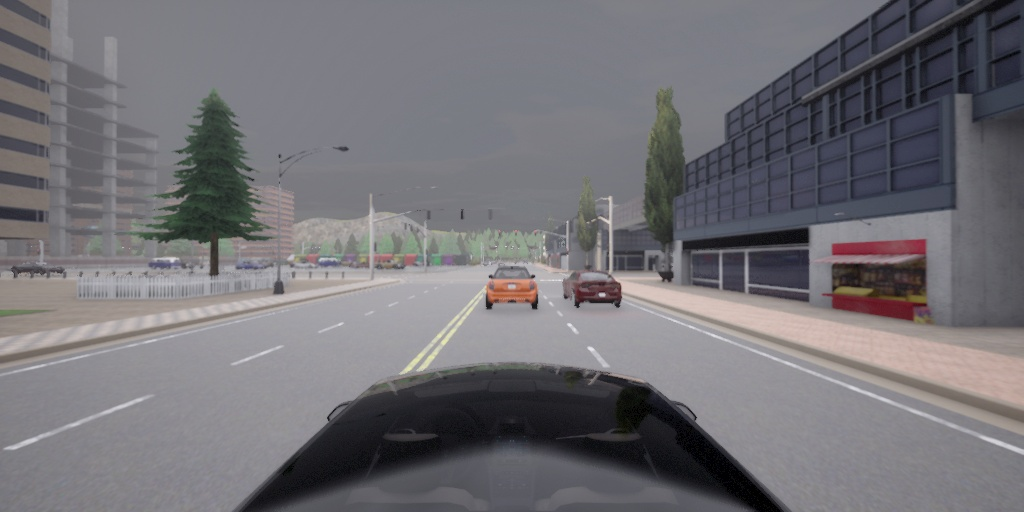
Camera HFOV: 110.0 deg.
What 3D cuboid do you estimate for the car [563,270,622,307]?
[{"bbox_3d":[3.500,1.366,16.341,1.882,1.535,5.008,0,0,0],"label":"car"}]

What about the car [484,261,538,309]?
[{"bbox_3d":[-0.003,1.235,15.941,2.097,1.767,4.553,0,-1,0],"label":"car"}]
